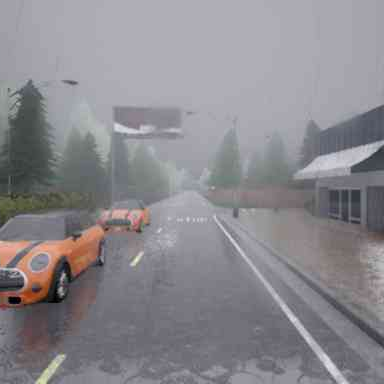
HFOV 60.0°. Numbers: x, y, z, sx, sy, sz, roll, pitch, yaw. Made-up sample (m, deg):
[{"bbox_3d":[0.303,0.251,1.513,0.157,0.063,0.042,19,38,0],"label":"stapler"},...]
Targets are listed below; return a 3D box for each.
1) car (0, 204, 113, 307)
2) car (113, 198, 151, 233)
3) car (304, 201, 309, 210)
[{"bbox_3d":[-3.590,1.273,8.015,2.097,1.767,4.553,0,1,0],"label":"car"},{"bbox_3d":[-3.557,1.176,18.239,2.097,1.767,4.553,0,1,0],"label":"car"},{"bbox_3d":[14.246,1.321,34.422,5.008,1.535,1.882,0,1,2],"label":"car"}]
